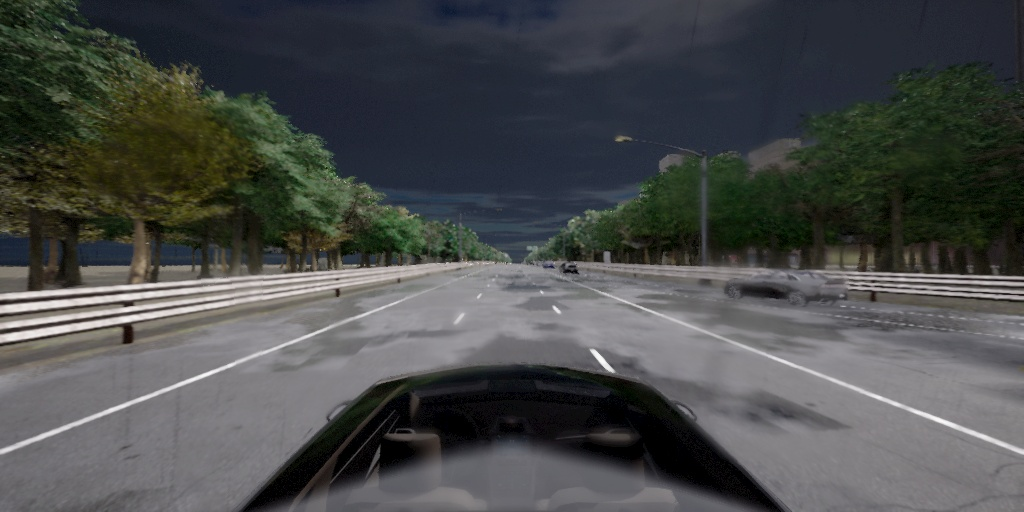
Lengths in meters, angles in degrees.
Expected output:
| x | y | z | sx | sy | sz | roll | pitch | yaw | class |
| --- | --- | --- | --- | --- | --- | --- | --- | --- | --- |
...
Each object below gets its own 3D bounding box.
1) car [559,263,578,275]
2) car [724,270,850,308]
| x | y | z | sx | sy | sz | roll | pitch | yaw | class |
| --- | --- | --- | --- | --- | --- | --- | --- | --- | --- |
| 7.115 | 1.571 | 45.380 | 1.837 | 1.490 | 4.892 | 0 | 0 | -1 | car |
| 12.082 | 1.384 | 16.237 | 2.128 | 1.511 | 4.902 | 0 | 0 | -17 | car |
